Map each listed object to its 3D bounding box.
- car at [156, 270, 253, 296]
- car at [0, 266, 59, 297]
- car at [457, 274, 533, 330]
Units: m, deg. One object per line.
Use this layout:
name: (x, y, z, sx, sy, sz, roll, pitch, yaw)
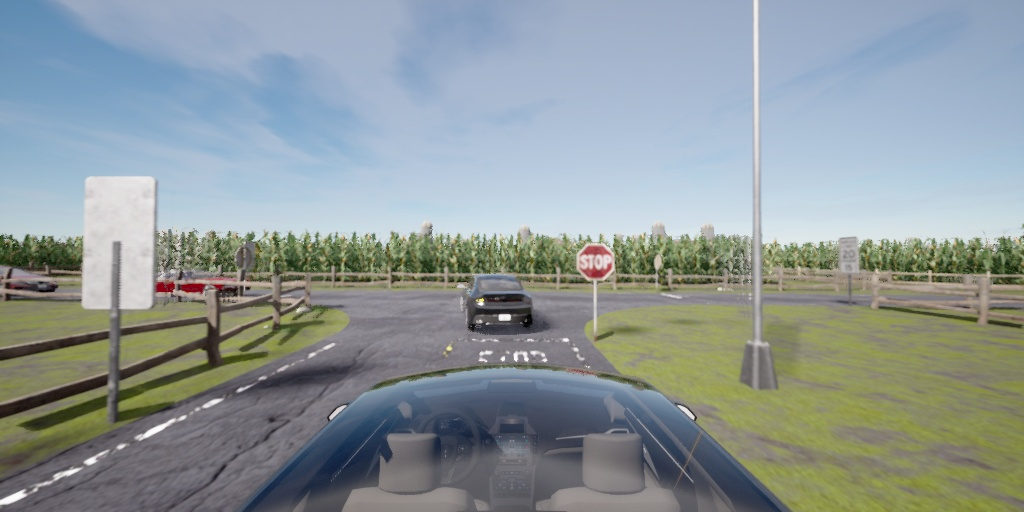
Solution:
car: (-15.527, 1.345, 17.548, 4.718, 1.301, 1.895, 0, -1, 0)
car: (-25.368, 1.205, 17.607, 4.674, 1.442, 1.812, 0, -1, 0)
car: (-0.647, 1.331, 11.598, 1.837, 1.490, 4.892, 1, 0, -11)
